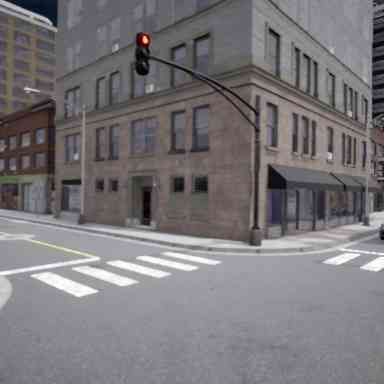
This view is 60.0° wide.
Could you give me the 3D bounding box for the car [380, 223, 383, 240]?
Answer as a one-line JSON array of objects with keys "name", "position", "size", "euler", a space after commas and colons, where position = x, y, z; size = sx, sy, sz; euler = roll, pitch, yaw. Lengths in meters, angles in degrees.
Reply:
[{"name": "car", "position": [11.112, 1.679, 16.988], "size": [1.812, 1.442, 4.674], "euler": [1, 0, 44]}]
